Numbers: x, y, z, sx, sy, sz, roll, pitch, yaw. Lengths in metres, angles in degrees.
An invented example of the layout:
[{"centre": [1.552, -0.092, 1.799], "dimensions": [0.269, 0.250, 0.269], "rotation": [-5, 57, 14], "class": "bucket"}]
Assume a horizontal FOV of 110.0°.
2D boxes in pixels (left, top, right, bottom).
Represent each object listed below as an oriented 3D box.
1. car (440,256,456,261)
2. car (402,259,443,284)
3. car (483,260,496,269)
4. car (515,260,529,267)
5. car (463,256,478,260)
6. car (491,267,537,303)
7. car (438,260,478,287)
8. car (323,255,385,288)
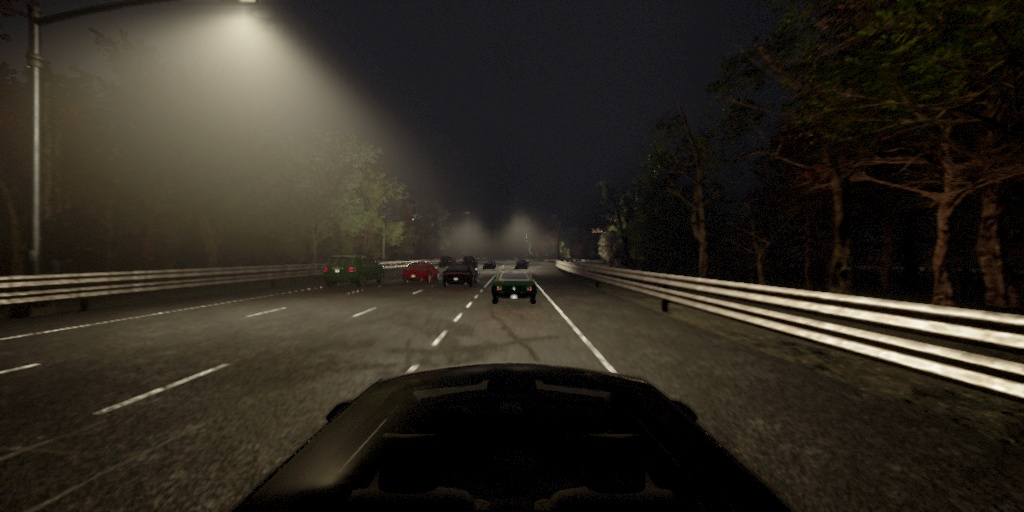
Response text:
[{"centre": [-10.438, 0.999, 58.552], "dimensions": [2.150, 2.045, 5.566], "rotation": [0, 0, 0], "class": "car"}, {"centre": [-6.919, 1.239, 27.553], "dimensions": [1.882, 1.535, 5.008], "rotation": [0, 0, 0], "class": "car"}, {"centre": [-3.437, 1.324, 55.471], "dimensions": [2.033, 1.411, 5.357], "rotation": [0, 0, 0], "class": "car"}, {"centre": [1.574, 1.325, 55.080], "dimensions": [2.033, 1.411, 5.357], "rotation": [0, 0, 6], "class": "car"}, {"centre": [-6.939, 1.000, 59.382], "dimensions": [2.150, 2.045, 5.566], "rotation": [0, 0, 0], "class": "car"}, {"centre": [0.089, 1.358, 16.739], "dimensions": [1.895, 1.301, 4.718], "rotation": [0, 0, 0], "class": "car"}, {"centre": [-3.419, 1.238, 24.320], "dimensions": [1.882, 1.535, 5.008], "rotation": [0, 0, 0], "class": "car"}, {"centre": [-10.415, 0.982, 24.036], "dimensions": [2.150, 2.045, 5.566], "rotation": [0, 0, 0], "class": "car"}]
